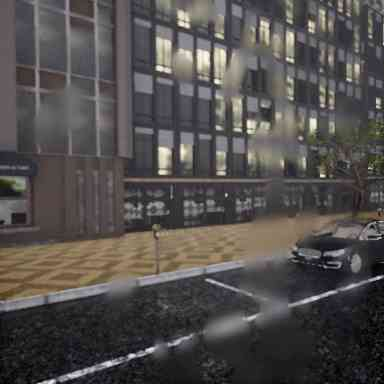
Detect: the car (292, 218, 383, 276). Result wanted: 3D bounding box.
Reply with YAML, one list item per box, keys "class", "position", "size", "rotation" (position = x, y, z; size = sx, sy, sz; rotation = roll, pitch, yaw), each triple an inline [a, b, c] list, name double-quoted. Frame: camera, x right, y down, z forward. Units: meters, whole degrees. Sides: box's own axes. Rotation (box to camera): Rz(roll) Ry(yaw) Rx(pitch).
- class: "car"
  position: [4.850, 1.488, 10.028]
  size: [4.403, 1.369, 2.008]
  rotation: [0, 0, -35]
